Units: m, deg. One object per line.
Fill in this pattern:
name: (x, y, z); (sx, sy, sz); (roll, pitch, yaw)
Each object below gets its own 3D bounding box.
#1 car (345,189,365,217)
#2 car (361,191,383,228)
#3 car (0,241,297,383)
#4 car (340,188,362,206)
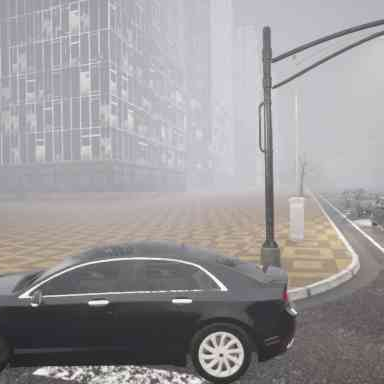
car: (11.110, 0.759, 20.678); (1.994, 1.385, 4.181); (-1, 2, 17)
car: (9.054, 0.928, 14.386); (2.128, 1.511, 4.902); (-1, 2, 18)
car: (-1.047, 1.505, 4.762); (4.892, 1.490, 1.837); (0, 0, 0)
car: (13.112, 0.454, 26.740); (2.128, 1.511, 4.902); (-1, 2, 18)
